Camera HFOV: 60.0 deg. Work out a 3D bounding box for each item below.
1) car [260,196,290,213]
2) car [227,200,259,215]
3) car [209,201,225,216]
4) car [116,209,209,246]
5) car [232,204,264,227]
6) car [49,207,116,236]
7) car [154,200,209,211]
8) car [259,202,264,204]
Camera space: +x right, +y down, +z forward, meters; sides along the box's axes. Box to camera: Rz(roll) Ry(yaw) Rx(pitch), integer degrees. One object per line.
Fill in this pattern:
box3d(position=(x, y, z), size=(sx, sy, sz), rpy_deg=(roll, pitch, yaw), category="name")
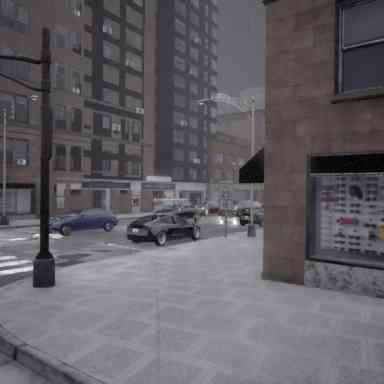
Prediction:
box3d(position=(10.948, 1.573, 43.462), size=(2.150, 2.045, 5.566), rpy_deg=(1, 0, 33), category="car")
box3d(position=(4.815, 1.613, 35.018), size=(2.097, 1.767, 4.553), rpy_deg=(1, 0, 36), category="car")
box3d(position=(1.460, 1.646, 34.790), size=(1.967, 1.590, 4.097), rpy_deg=(0, 0, 36), category="car")
box3d(position=(-1.296, 1.764, 16.431), size=(1.947, 1.339, 4.313), rpy_deg=(0, 0, 36), category="car")
box3d(position=(5.145, 1.850, 25.340), size=(1.947, 1.339, 4.313), rpy_deg=(0, 0, 36), category="car")
box3d(position=(-6.431, 1.634, 19.483), size=(1.812, 1.442, 4.674), rpy_deg=(1, 0, 38), category="car")
box3d(position=(-1.058, 1.671, 26.916), size=(2.128, 1.511, 4.902), rpy_deg=(1, 0, 36), category="car")
box3d(position=(7.801, 1.824, 43.560), size=(1.752, 1.417, 4.829), rpy_deg=(0, 0, 36), category="car")
